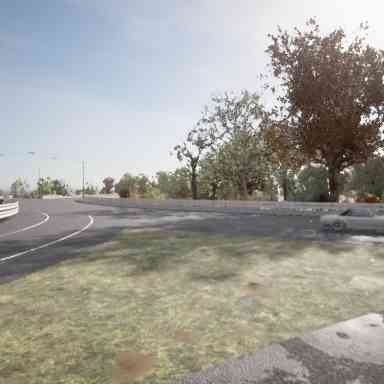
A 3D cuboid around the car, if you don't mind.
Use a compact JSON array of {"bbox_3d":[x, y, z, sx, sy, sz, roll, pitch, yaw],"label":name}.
[{"bbox_3d":[9.843,1.593,18.733,4.718,1.301,1.895,0,0,31],"label":"car"}]
